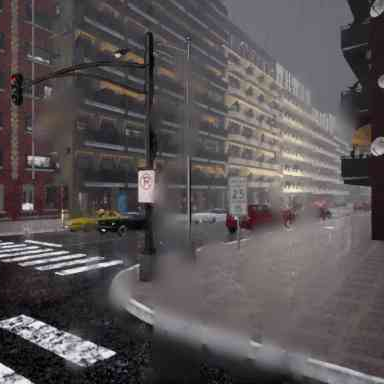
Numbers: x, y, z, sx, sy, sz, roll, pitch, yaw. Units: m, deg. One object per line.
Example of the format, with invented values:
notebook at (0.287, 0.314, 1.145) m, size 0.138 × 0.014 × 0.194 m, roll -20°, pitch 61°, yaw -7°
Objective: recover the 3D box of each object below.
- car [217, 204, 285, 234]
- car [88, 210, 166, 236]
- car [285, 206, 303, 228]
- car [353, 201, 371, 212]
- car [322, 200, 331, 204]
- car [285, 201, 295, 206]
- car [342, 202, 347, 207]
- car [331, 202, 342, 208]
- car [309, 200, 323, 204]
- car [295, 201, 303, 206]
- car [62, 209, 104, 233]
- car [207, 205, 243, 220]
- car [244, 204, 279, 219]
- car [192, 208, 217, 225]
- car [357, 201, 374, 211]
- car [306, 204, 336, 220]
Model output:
car at (4.053, 1.711, 22.006) m, size 2.192 × 1.841 × 5.009 m, roll -1°, pitch -2°, yaw 35°
car at (-3.787, 1.911, 20.817) m, size 1.895 × 1.301 × 4.718 m, roll 0°, pitch -1°, yaw 35°
car at (7.304, 2.043, 26.638) m, size 1.887 × 1.381 × 4.507 m, roll -1°, pitch -2°, yaw 35°
car at (30.050, 2.522, 59.112) m, size 2.192 × 1.841 × 5.009 m, roll -1°, pitch -2°, yaw 35°
car at (26.429, 2.640, 68.490) m, size 2.192 × 1.841 × 5.009 m, roll -1°, pitch -2°, yaw 35°
car at (13.333, 2.446, 49.792) m, size 1.752 × 1.417 × 4.829 m, roll -1°, pitch -2°, yaw 35°
car at (39.432, 3.282, 87.040) m, size 1.947 × 1.339 × 4.313 m, roll -1°, pitch -2°, yaw 35°
car at (32.931, 3.067, 77.762) m, size 1.887 × 1.381 × 4.507 m, roll -1°, pitch -2°, yaw 35°
car at (23.182, 2.771, 63.847) m, size 1.887 × 1.381 × 4.507 m, roll -1°, pitch -2°, yaw 35°
car at (16.680, 2.340, 54.576) m, size 2.192 × 1.841 × 5.009 m, roll -1°, pitch -2°, yaw 35°
car at (-6.165, 1.834, 21.962) m, size 1.752 × 1.417 × 4.829 m, roll -1°, pitch -2°, yaw 35°
car at (3.682, 2.164, 36.016) m, size 1.887 × 1.381 × 4.507 m, roll -1°, pitch -2°, yaw 35°
car at (7.939, 2.171, 37.532) m, size 2.128 × 1.511 × 4.902 m, roll 0°, pitch -1°, yaw 35°
car at (1.962, 2.093, 29.022) m, size 1.895 × 1.301 × 4.718 m, roll 0°, pitch -1°, yaw 35°
car at (33.300, 2.622, 63.751) m, size 2.192 × 1.841 × 5.009 m, roll -1°, pitch -2°, yaw 35°
car at (13.804, 2.284, 35.914) m, size 1.802 × 1.307 × 4.206 m, roll -1°, pitch -2°, yaw 35°
